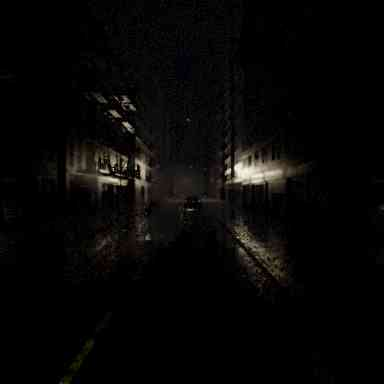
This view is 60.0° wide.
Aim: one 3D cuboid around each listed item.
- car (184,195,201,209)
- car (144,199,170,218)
[{"bbox_3d":[0.101,1.221,43.427,2.097,1.767,4.553,0,0,0],"label":"car"},{"bbox_3d":[-3.000,1.419,29.122,1.837,1.490,4.892,0,0,0],"label":"car"}]
